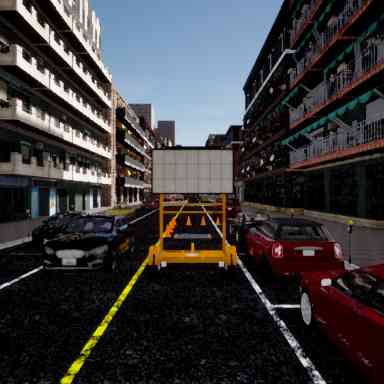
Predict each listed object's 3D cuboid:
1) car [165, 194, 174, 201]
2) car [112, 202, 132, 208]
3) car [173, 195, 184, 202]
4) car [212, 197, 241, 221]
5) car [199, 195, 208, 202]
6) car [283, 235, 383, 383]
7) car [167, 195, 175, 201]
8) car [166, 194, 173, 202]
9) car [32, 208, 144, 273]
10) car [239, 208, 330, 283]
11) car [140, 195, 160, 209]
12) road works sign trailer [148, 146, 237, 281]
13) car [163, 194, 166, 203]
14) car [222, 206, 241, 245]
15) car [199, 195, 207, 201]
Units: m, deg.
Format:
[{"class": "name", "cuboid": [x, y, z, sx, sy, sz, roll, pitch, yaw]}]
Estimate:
[{"class": "car", "cuboid": [-5.506, 1.412, 82.950, 1.967, 1.590, 4.097, 0, 0, 0]}, {"class": "car", "cuboid": [-5.632, 1.522, 26.416, 1.752, 1.417, 4.829, 0, 0, 0]}, {"class": "car", "cuboid": [-2.831, 1.576, 77.122, 1.895, 1.301, 4.718, 0, 0, 0]}, {"class": "car", "cuboid": [2.751, 1.311, 26.564, 2.192, 1.841, 5.009, 0, 0, 0]}, {"class": "car", "cuboid": [2.862, 1.500, 77.462, 1.752, 1.417, 4.829, 0, 0, 0]}, {"class": "car", "cuboid": [2.700, 1.545, 4.019, 1.887, 1.381, 4.507, 0, 0, 0]}, {"class": "car", "cuboid": [-5.494, 1.513, 88.587, 1.887, 1.381, 4.507, 0, 0, 0]}, {"class": "car", "cuboid": [-5.518, 1.290, 77.314, 2.192, 1.841, 5.009, 0, 0, 0]}, {"class": "car", "cuboid": [-3.077, 1.491, 10.799, 2.128, 1.511, 4.902, 0, 0, 0]}, {"class": "car", "cuboid": [2.712, 1.440, 9.655, 1.967, 1.590, 4.097, 0, 0, 0]}, {"class": "car", "cuboid": [-5.594, 1.431, 43.496, 1.967, 1.590, 4.097, 0, 0, 0]}, {"class": "road works sign trailer", "cuboid": [0.021, 0.464, 9.794, 2.380, 3.560, 2.880, 0, 0, 0]}, {"class": "car", "cuboid": [-5.580, 1.303, 49.133, 2.192, 1.841, 5.009, 0, 0, 0]}, {"class": "car", "cuboid": [2.725, 1.550, 15.291, 2.008, 1.369, 4.403, 0, 0, 0]}, {"class": "car", "cuboid": [2.886, 1.513, 88.564, 1.887, 1.381, 4.507, 0, 0, 0]}]
